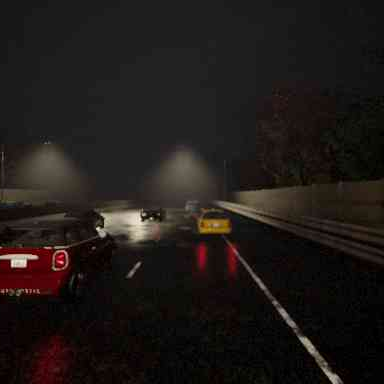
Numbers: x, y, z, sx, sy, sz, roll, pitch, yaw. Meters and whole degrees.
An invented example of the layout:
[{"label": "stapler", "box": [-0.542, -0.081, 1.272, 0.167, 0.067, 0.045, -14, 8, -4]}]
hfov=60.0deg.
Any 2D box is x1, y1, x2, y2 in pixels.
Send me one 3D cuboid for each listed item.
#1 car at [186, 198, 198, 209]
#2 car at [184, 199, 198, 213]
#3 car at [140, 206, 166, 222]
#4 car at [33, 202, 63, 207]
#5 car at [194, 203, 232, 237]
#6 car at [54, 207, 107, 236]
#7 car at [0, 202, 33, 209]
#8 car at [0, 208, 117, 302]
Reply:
[{"label": "car", "box": [-0.006, 2.059, 59.344, 2.097, 1.767, 4.553, 0, -1, 0]}, {"label": "car", "box": [0.054, 2.042, 44.017, 1.812, 1.442, 4.674, 0, -1, 1]}, {"label": "car", "box": [-3.401, 1.950, 30.088, 1.895, 1.301, 4.718, 0, -1, 0]}, {"label": "car", "box": [-17.591, 1.995, 41.853, 1.837, 1.490, 4.892, 0, -1, 0]}, {"label": "car", "box": [1.223, 1.676, 19.395, 1.801, 1.575, 5.366, 0, -1, 0]}, {"label": "car", "box": [-6.902, 1.767, 21.128, 1.812, 1.442, 4.674, 0, -1, 0]}, {"label": "car", "box": [-21.094, 1.968, 40.716, 2.128, 1.511, 4.902, 0, -1, 0]}, {"label": "car", "box": [-3.403, 1.446, 8.673, 2.097, 1.767, 4.553, 0, -1, 0]}]
